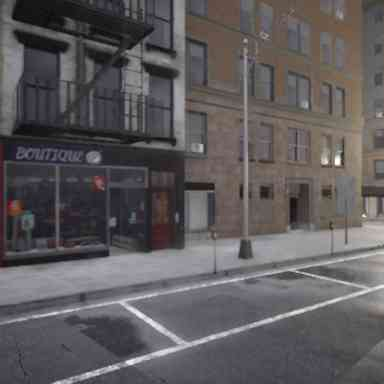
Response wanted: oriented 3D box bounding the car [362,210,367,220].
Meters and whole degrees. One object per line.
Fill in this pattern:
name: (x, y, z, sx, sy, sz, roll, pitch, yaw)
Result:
car: (13.161, 1.832, 31.022, 2.150, 2.045, 5.566, 0, 0, -35)
